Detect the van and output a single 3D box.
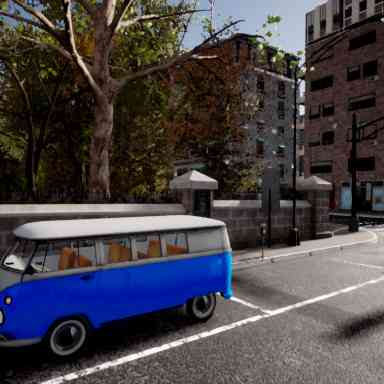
[{"bbox_3d":[-1.155,1.342,5.677,3.998,1.788,1.690,0,1,-36],"label":"van"}]
